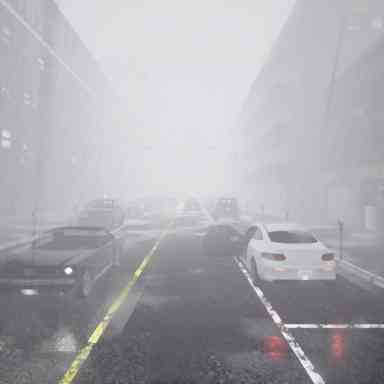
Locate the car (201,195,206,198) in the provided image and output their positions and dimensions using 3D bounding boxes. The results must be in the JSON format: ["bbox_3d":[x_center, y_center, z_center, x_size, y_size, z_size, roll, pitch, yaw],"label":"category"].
[{"bbox_3d":[2.692,1.655,55.724,1.802,1.307,4.206,0,0,0],"label":"car"}]

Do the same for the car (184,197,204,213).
[{"bbox_3d":[0.071,1.602,38.181,1.994,1.385,4.181,0,0,1],"label":"car"}]

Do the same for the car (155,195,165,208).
[{"bbox_3d":[-5.686,1.375,50.036,2.192,1.841,5.009,0,0,0],"label":"car"}]

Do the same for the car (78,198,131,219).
[{"bbox_3d":[-5.684,1.329,21.585,2.192,1.841,5.009,0,0,0],"label":"car"}]

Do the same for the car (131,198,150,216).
[{"bbox_3d":[-5.686,1.581,32.966,2.008,1.369,4.403,0,0,0],"label":"car"}]

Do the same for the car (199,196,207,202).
[{"bbox_3d":[2.690,1.742,84.174,1.802,1.307,4.206,0,0,0],"label":"car"}]

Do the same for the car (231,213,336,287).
[{"bbox_3d":[2.352,1.529,9.224,1.812,1.442,4.674,0,0,0],"label":"car"}]

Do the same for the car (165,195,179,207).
[{"bbox_3d":[-3.094,1.571,52.983,1.837,1.490,4.892,0,0,0],"label":"car"}]

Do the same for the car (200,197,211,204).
[{"bbox_3d":[2.691,1.648,67.104,1.887,1.381,4.507,0,0,0],"label":"car"}]

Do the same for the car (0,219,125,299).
[{"bbox_3d":[-3.100,1.603,8.548,1.895,1.301,4.718,0,0,0],"label":"car"}]

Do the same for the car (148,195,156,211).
[{"bbox_3d":[-5.686,1.479,38.656,1.967,1.590,4.097,0,0,0],"label":"car"}]

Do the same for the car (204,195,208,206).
[{"bbox_3d":[2.694,1.479,38.654,1.967,1.590,4.097,0,0,0],"label":"car"}]

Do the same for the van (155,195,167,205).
[{"bbox_3d":[-5.687,1.428,61.414,1.690,1.788,3.998,0,0,0],"label":"van"}]

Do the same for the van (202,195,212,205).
[{"bbox_3d":[2.693,1.428,61.413,1.690,1.788,3.998,0,0,0],"label":"van"}]

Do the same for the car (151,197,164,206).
[{"bbox_3d":[-5.688,1.598,55.557,1.752,1.417,4.829,0,0,0],"label":"car"}]

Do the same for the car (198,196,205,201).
[{"bbox_3d":[2.689,1.783,95.554,1.802,1.307,4.206,0,0,0],"label":"car"}]

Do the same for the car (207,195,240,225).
[{"bbox_3d":[2.696,1.337,27.274,2.192,1.841,5.009,0,0,0],"label":"car"}]
